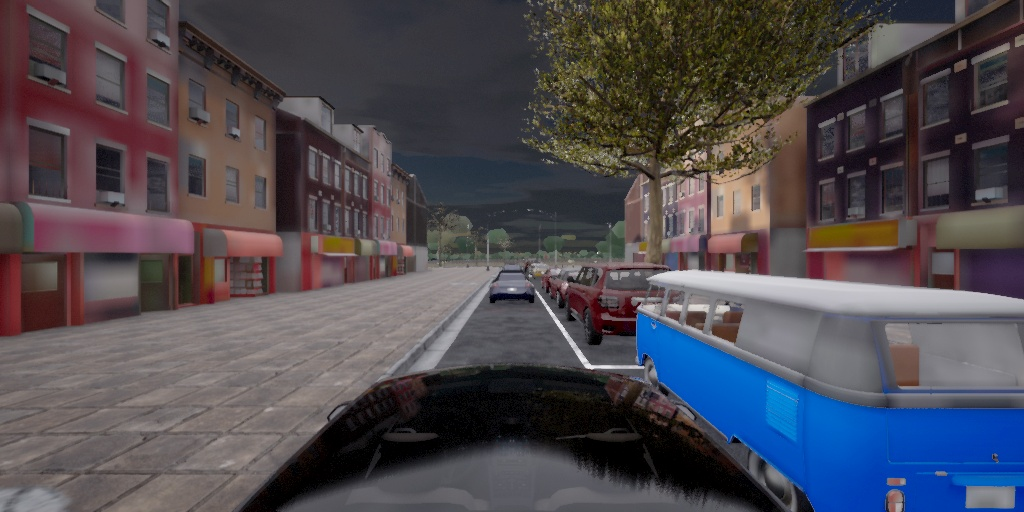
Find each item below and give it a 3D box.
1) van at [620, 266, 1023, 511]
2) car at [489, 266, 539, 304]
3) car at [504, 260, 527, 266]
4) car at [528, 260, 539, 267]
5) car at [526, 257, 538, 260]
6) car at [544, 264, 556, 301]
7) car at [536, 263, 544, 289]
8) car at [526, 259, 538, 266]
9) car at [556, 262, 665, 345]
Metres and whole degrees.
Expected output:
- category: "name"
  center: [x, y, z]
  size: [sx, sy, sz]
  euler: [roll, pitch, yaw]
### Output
- category: "van"
  center: [2.638, 1.090, 3.825]
  size: [1.690, 1.789, 3.998]
  euler: [0, 0, 0]
- category: "car"
  center: [0.000, 1.323, 16.500]
  size: [1.994, 1.385, 4.181]
  euler: [0, 0, 0]
- category: "car"
  center: [0.000, 1.320, 31.501]
  size: [2.033, 1.411, 5.357]
  euler: [0, 0, 0]
- category: "car"
  center: [2.638, 1.280, 31.722]
  size: [1.751, 1.417, 4.829]
  euler: [0, 0, 0]
- category: "car"
  center: [2.638, 1.095, 48.188]
  size: [2.192, 1.841, 5.009]
  euler: [0, 0, 0]
- category: "car"
  center: [2.638, 1.189, 14.917]
  size: [1.967, 1.591, 4.097]
  euler: [0, 0, 0]
- category: "car"
  center: [2.638, 1.295, 20.462]
  size: [1.888, 1.381, 4.507]
  euler: [0, 0, 0]
- category: "car"
  center: [2.638, 1.314, 37.097]
  size: [2.007, 1.370, 4.403]
  euler: [0, 0, 0]
- category: "car"
  center: [2.638, 1.064, 9.371]
  size: [2.192, 1.841, 5.009]
  euler: [0, 0, 0]
